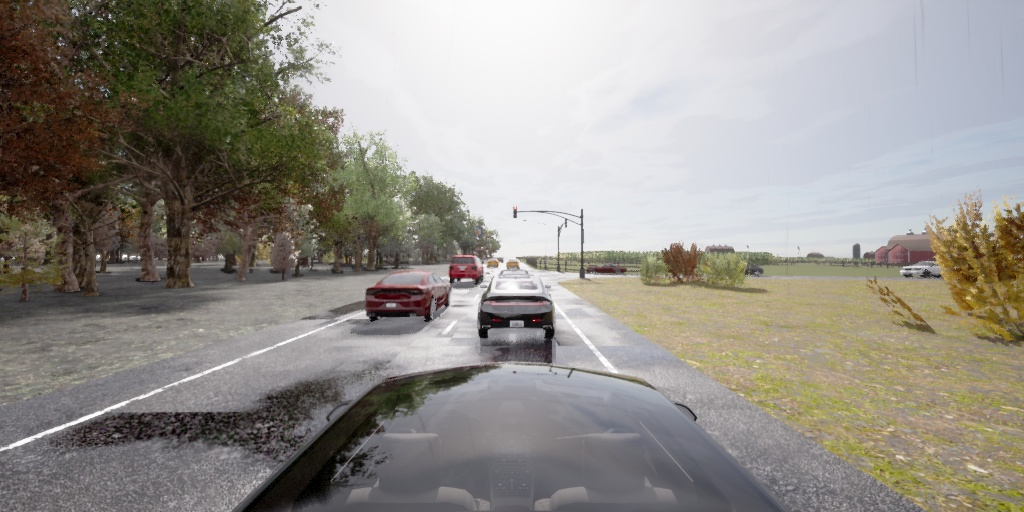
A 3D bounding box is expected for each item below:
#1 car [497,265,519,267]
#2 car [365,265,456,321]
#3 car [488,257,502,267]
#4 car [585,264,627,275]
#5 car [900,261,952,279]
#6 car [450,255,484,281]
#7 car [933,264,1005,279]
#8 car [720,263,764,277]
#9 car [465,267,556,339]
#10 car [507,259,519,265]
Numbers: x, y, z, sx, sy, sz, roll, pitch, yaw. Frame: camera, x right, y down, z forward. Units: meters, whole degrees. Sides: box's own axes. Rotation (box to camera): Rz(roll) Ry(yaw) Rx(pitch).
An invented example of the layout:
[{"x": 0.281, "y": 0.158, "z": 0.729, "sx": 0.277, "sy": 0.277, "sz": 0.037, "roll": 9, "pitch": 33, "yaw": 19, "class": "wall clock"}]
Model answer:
[{"x": 0.119, "y": 1.355, "z": 19.235, "sx": 1.895, "sy": 1.301, "sz": 4.718, "roll": 0, "pitch": 0, "yaw": 0, "class": "car"}, {"x": -3.386, "y": 1.230, "z": 12.529, "sx": 1.882, "sy": 1.535, "sz": 5.008, "roll": 0, "pitch": 0, "yaw": 0, "class": "car"}, {"x": -3.338, "y": 1.231, "z": 64.833, "sx": 1.882, "sy": 1.535, "sz": 5.008, "roll": 0, "pitch": 0, "yaw": 0, "class": "car"}, {"x": 10.892, "y": 1.534, "z": 42.176, "sx": 4.718, "sy": 1.301, "sz": 1.895, "roll": 1, "pitch": -1, "yaw": 7, "class": "car"}, {"x": 48.518, "y": 1.560, "z": 41.451, "sx": 5.566, "sy": 2.045, "sz": 2.150, "roll": 1, "pitch": -1, "yaw": 1, "class": "car"}, {"x": -3.377, "y": 0.979, "z": 27.121, "sx": 2.150, "sy": 2.045, "sz": 5.566, "roll": 0, "pitch": 0, "yaw": 0, "class": "car"}, {"x": 48.625, "y": 1.825, "z": 37.888, "sx": 5.357, "sy": 1.411, "sz": 2.033, "roll": 1, "pitch": -1, "yaw": 1, "class": "car"}, {"x": 26.446, "y": 1.600, "z": 41.621, "sx": 4.892, "sy": 1.490, "sz": 1.837, "roll": 1, "pitch": -1, "yaw": 0, "class": "car"}, {"x": 0.110, "y": 1.244, "z": 10.113, "sx": 2.128, "sy": 1.511, "sz": 4.902, "roll": 0, "pitch": 0, "yaw": 0, "class": "car"}, {"x": 0.153, "y": 1.232, "z": 58.592, "sx": 1.882, "sy": 1.535, "sz": 5.008, "roll": 0, "pitch": 0, "yaw": -1, "class": "car"}]
